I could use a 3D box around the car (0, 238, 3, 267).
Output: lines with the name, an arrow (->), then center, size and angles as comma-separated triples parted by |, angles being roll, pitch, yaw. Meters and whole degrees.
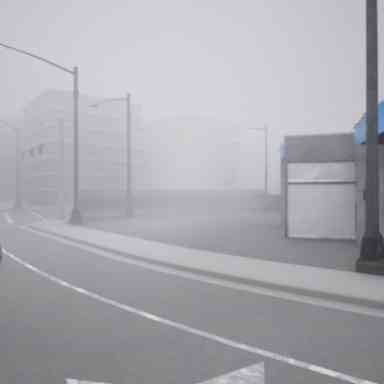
car -> -7.281, 1.519, 10.308 | 2.128, 1.511, 4.902 | 0, 0, -41
